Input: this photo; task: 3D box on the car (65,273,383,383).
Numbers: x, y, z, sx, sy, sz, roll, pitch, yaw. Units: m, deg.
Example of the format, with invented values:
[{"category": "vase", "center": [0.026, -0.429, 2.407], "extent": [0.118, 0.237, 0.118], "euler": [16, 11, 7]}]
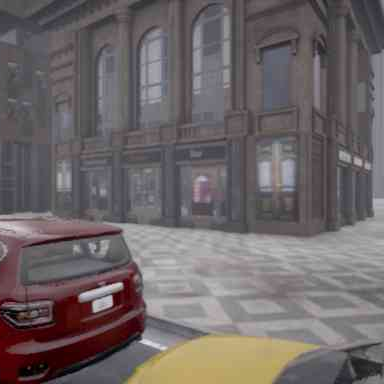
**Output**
[{"category": "car", "center": [1.510, 1.526, 1.887], "extent": [4.829, 1.417, 1.752], "euler": [0, 0, 36]}]

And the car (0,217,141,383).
[{"category": "car", "center": [-2.926, 1.309, 5.051], "extent": [5.009, 1.841, 2.192], "euler": [0, 0, 36]}]
